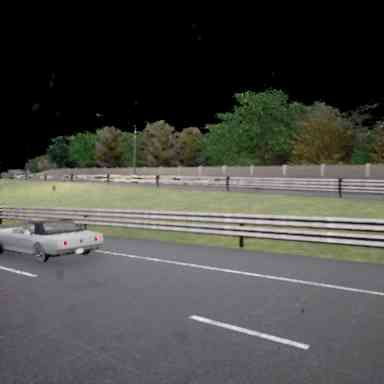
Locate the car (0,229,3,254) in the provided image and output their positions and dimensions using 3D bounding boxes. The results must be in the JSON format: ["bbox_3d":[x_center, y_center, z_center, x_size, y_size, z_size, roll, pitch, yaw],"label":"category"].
[{"bbox_3d":[-7.506,1.661,9.330,4.718,1.301,1.895,0,0,35],"label":"car"}]

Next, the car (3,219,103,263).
[{"bbox_3d":[-5.494,1.661,12.194,4.718,1.301,1.895,0,0,35],"label":"car"}]
